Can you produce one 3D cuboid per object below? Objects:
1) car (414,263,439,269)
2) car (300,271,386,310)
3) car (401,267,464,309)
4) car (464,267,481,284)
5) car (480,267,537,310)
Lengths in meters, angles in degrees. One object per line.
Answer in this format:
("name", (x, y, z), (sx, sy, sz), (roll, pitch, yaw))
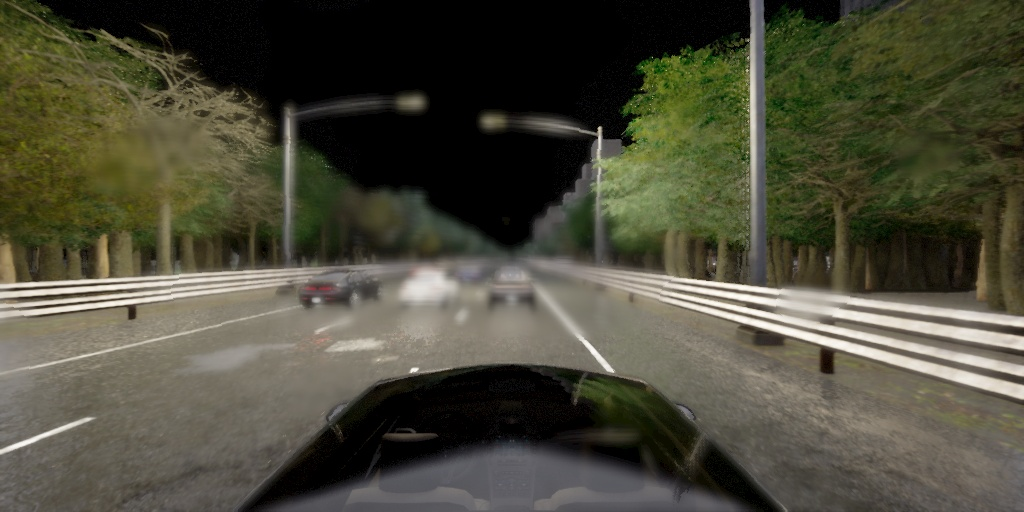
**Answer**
("car", (-6.967, 1.358, 30.274), (2.097, 1.767, 4.553), (0, -1, 0))
("car", (-6.972, 1.384, 15.355), (1.837, 1.490, 4.892), (0, 0, 1))
("car", (-3.468, 1.406, 15.751), (1.812, 1.442, 4.674), (0, 0, 1))
("car", (-3.473, 1.607, 30.101), (1.895, 1.301, 4.718), (0, 0, 1))
("car", (0.028, 1.370, 15.367), (2.128, 1.511, 4.902), (0, 0, 1))
